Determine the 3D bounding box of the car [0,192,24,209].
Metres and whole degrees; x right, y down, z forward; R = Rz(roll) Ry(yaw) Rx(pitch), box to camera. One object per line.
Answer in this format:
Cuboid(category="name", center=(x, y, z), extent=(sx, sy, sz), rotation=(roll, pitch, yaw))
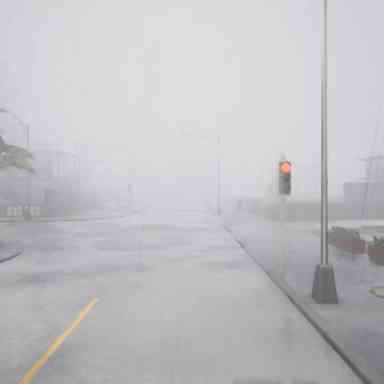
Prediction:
Cuboid(category="car", center=(-19.717, 0.984, 34.906), extent=(1.905, 1.878, 3.866), rotation=(0, 0, 35))
